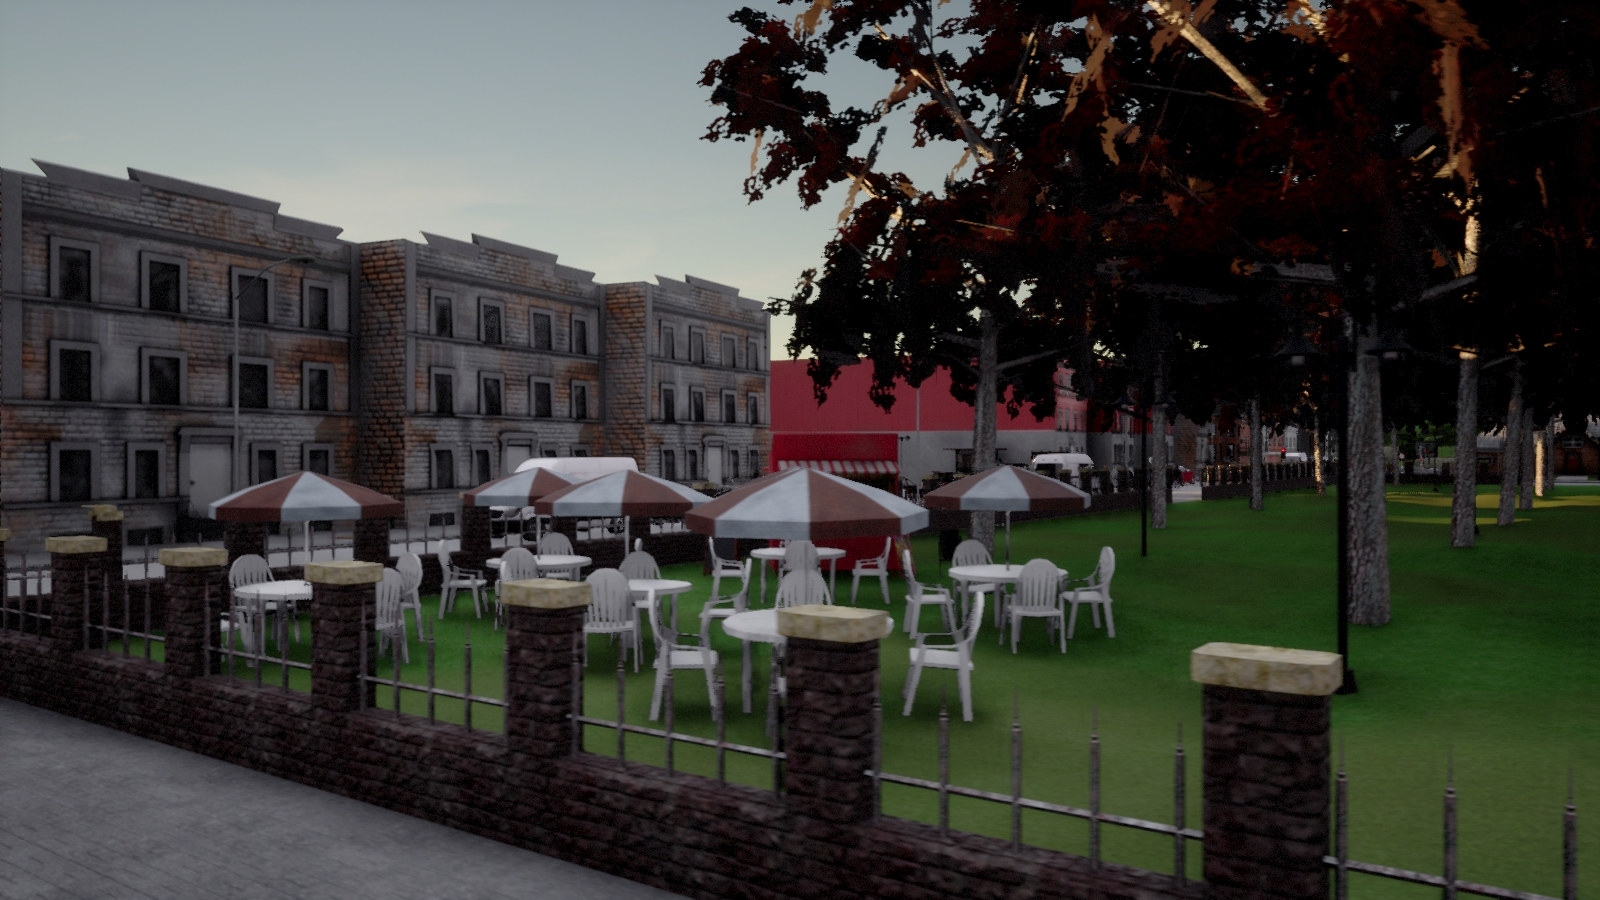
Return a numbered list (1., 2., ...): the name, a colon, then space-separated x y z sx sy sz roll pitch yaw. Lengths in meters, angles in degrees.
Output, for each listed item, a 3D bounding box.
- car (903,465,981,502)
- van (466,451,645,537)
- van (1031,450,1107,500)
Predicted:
1. car: 7.329 1.678 58.807 2.097 1.767 4.553 0 0 35
2. van: -7.810 1.306 37.105 1.988 2.561 5.915 0 0 35
3. van: 14.729 1.307 62.366 1.988 2.561 5.915 0 0 35
